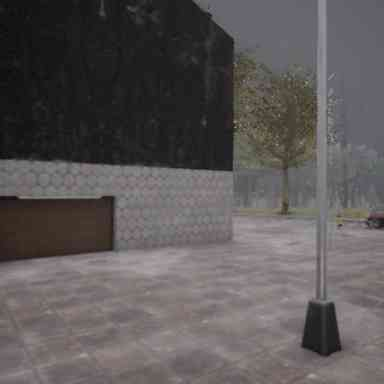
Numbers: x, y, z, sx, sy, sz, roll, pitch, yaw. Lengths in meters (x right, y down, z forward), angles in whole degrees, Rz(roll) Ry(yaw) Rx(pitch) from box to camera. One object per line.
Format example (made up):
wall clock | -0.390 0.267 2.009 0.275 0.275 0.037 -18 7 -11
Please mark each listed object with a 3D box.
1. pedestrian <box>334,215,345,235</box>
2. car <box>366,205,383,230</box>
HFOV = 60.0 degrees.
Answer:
pedestrian | 7.887 1.721 17.740 0.500 1.100 0.500 0 0 -35
car | 13.472 1.574 20.702 2.097 1.767 4.553 0 -1 -35
